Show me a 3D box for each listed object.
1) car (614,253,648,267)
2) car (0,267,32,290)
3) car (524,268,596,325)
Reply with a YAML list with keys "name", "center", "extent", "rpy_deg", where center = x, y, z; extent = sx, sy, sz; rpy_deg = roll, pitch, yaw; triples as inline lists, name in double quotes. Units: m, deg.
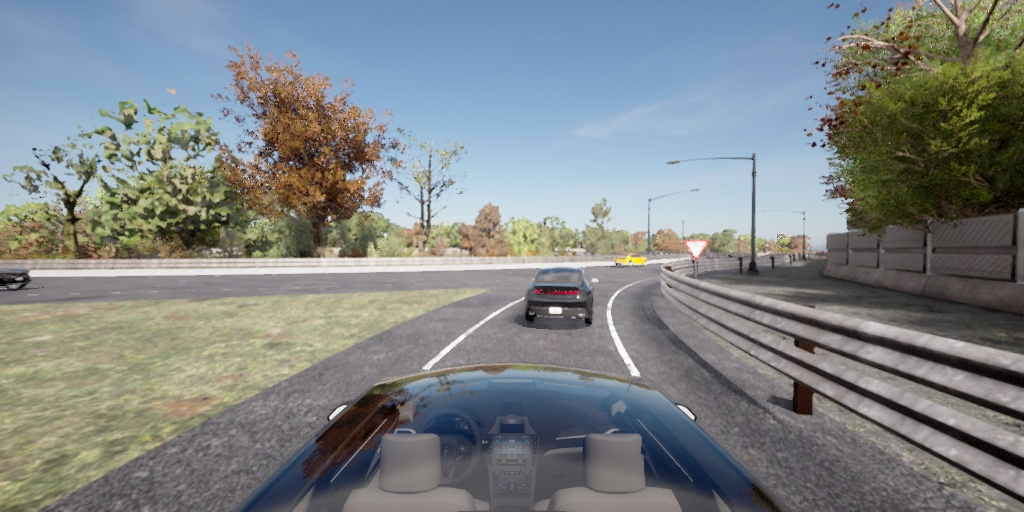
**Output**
- name: "car"
  center: [14.304, 0.431, 42.961]
  extent: [5.008, 1.535, 1.882]
  rpy_deg: [-1, 1, -36]
- name: "car"
  center: [-25.943, 0.835, 16.619]
  extent: [5.008, 1.535, 1.882]
  rpy_deg: [0, 1, -11]
- name: "car"
  center: [1.602, 1.092, 11.198]
  extent: [1.837, 1.490, 4.892]
  rpy_deg: [0, 0, 13]
